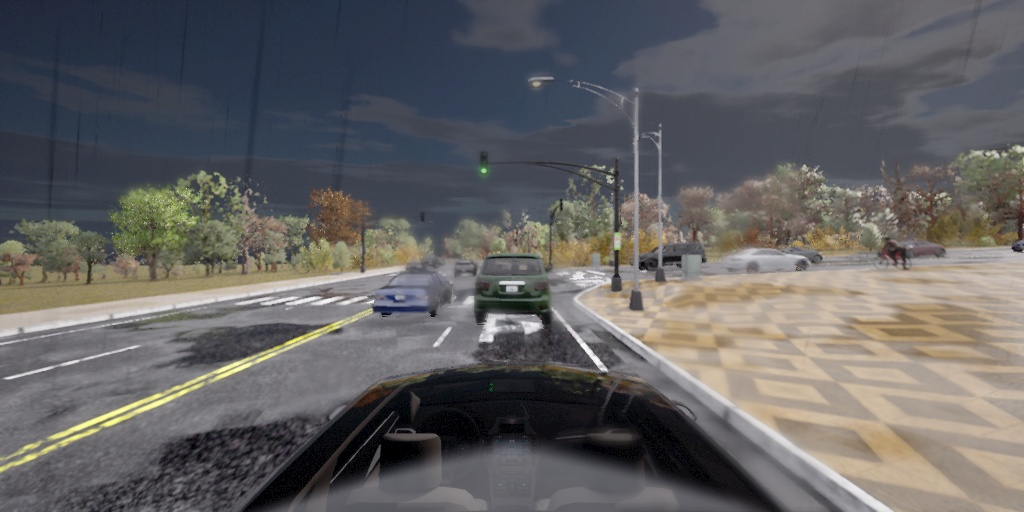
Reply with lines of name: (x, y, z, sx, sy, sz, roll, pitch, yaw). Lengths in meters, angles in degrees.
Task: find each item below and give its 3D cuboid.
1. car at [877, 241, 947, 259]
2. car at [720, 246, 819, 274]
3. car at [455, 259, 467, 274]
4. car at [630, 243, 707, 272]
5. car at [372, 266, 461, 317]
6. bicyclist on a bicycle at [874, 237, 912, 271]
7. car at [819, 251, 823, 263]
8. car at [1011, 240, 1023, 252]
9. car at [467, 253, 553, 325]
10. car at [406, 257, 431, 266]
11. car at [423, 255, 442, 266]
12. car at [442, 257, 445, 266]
car: (31.664, -0.494, 28.487, 4.181, 1.385, 1.994, -3, 0, -3)
car: (14.762, 0.263, 21.049, 4.674, 1.442, 1.812, -3, 0, -2)
car: (-3.973, 1.030, 31.467, 2.128, 1.511, 4.902, -2, -1, -3)
car: (12.082, 0.060, 27.763, 5.566, 2.045, 2.150, -3, 0, -1)
car: (-3.295, 1.246, 12.931, 2.033, 1.411, 5.357, 0, 0, -1)
bicyclist on a bicycle: (18.023, -0.095, 17.004, 0.582, 1.620, 1.656, -2, 0, -2)
car: (21.659, -0.037, 28.029, 4.181, 1.385, 1.994, -3, 0, -1)
car: (43.762, -1.082, 29.217, 4.674, 1.442, 1.812, -2, 0, -4)
car: (0.143, 0.924, 11.773, 2.150, 2.045, 5.566, 0, 0, 3)
car: (-11.276, 1.169, 42.400, 1.994, 1.385, 4.181, 0, 0, -4)
car: (-11.972, 0.809, 52.245, 2.150, 2.045, 5.566, 0, 0, -4)
car: (-12.823, 0.923, 62.321, 2.097, 1.767, 4.553, 0, 0, -6)
